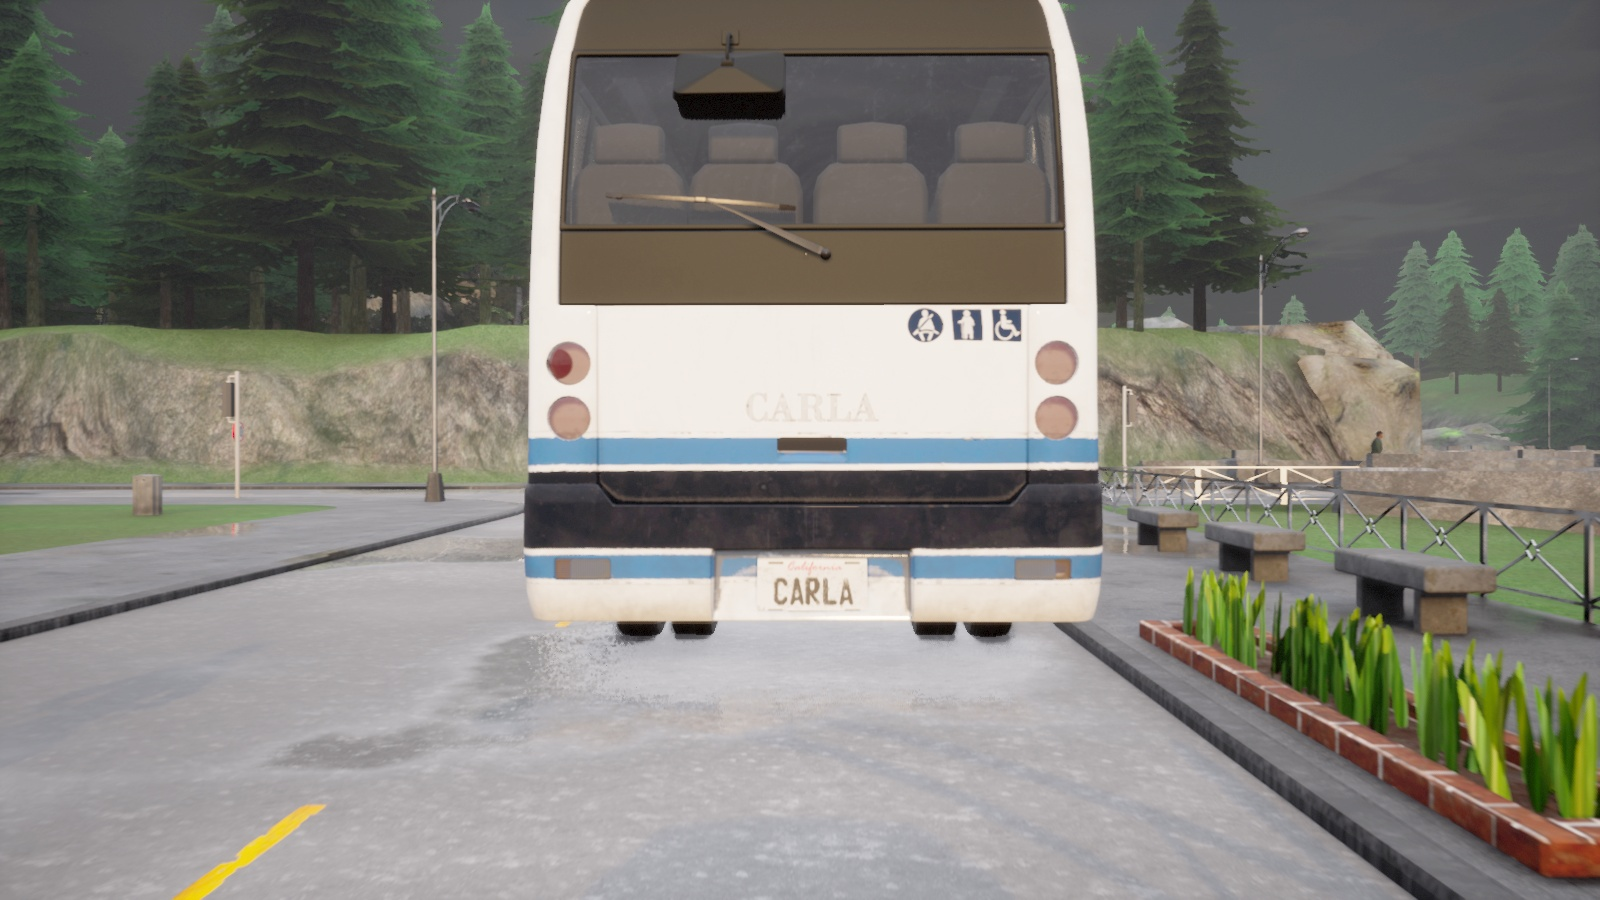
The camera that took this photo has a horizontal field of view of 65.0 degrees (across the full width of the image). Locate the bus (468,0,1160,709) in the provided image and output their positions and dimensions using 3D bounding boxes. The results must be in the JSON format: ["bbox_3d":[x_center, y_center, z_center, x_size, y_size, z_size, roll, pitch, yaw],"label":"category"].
[{"bbox_3d":[0.143,-0.699,12.315,3.944,4.253,10.273,0,1,1],"label":"bus"}]

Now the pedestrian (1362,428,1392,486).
[{"bbox_3d":[19.253,0.236,41.909,0.788,1.949,0.423,0,0,1],"label":"pedestrian"}]
